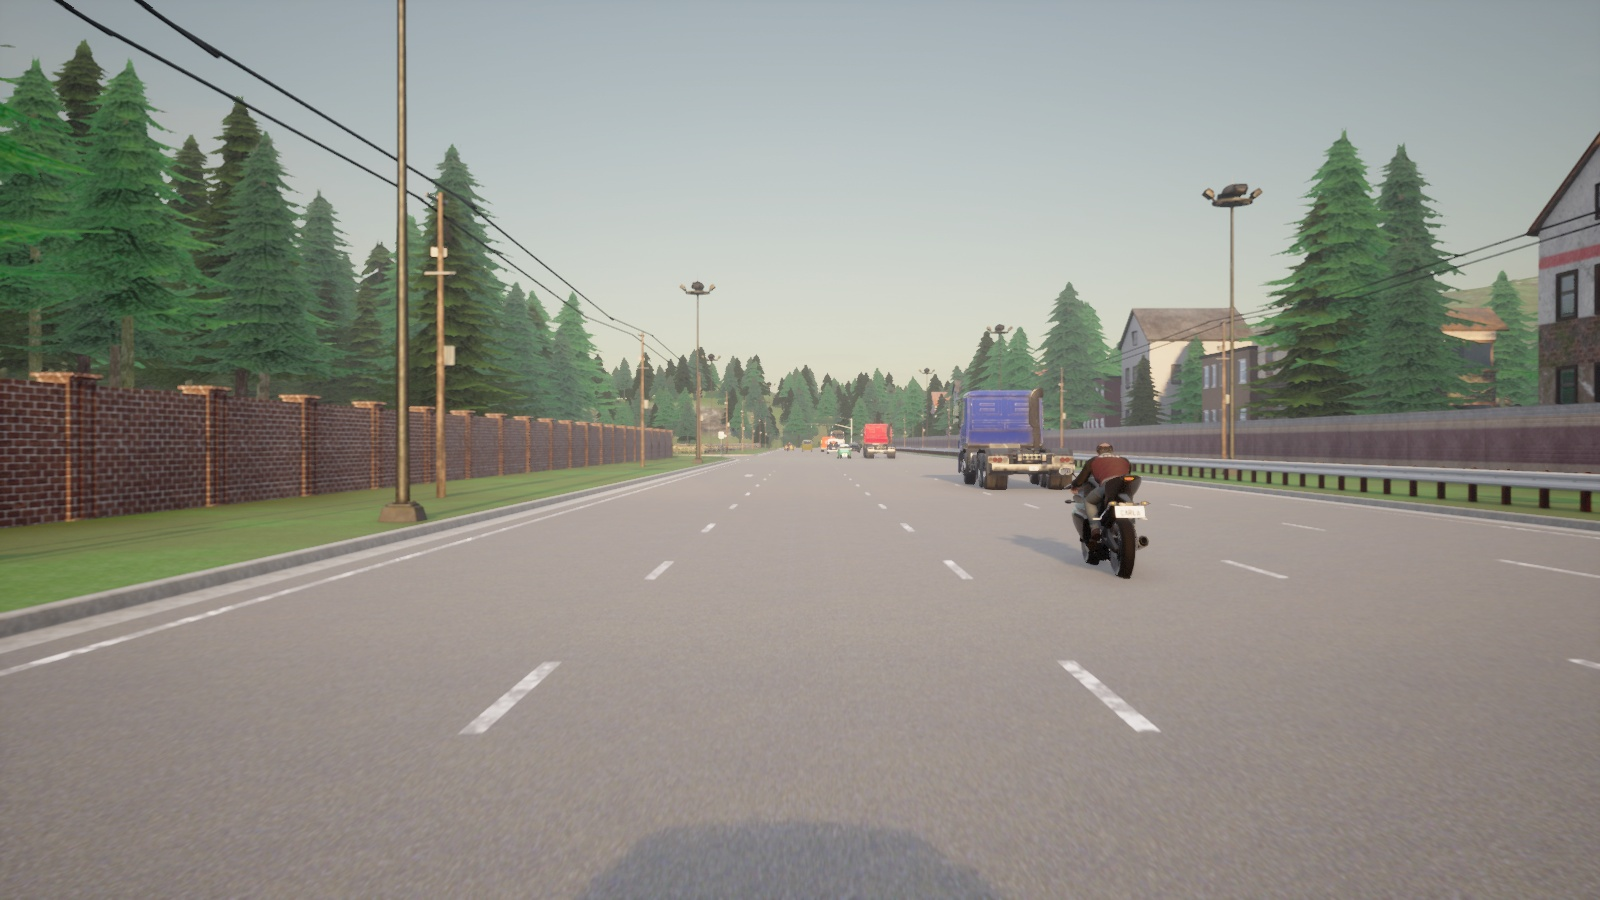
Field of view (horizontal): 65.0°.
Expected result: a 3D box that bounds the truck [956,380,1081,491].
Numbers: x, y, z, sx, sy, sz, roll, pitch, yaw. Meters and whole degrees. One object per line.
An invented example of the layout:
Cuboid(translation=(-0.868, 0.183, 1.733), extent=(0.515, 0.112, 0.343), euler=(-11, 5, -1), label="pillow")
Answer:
Cuboid(translation=(7.261, -0.471, 42.860), extent=(2.891, 3.462, 7.936), euler=(0, 0, 0), label="truck")

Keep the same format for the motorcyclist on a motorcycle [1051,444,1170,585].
Cuboid(translation=(3.600, 0.701, 14.771), extent=(0.866, 1.530, 2.191), euler=(0, 0, 0), label="motorcyclist on a motorcycle")
